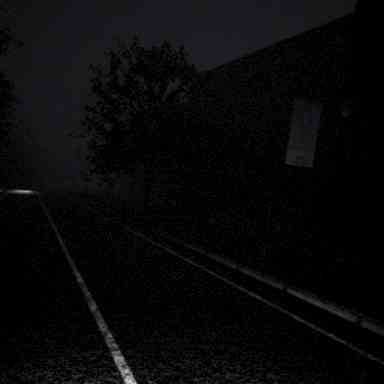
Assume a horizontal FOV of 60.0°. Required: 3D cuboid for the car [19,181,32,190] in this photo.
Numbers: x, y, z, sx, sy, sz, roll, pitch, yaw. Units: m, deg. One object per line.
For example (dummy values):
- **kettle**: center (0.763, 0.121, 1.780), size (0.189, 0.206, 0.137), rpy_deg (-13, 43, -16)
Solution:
- **car**: center (-28.247, -1.117, 56.439), size (2.128, 1.511, 4.902), rpy_deg (5, 0, -26)
